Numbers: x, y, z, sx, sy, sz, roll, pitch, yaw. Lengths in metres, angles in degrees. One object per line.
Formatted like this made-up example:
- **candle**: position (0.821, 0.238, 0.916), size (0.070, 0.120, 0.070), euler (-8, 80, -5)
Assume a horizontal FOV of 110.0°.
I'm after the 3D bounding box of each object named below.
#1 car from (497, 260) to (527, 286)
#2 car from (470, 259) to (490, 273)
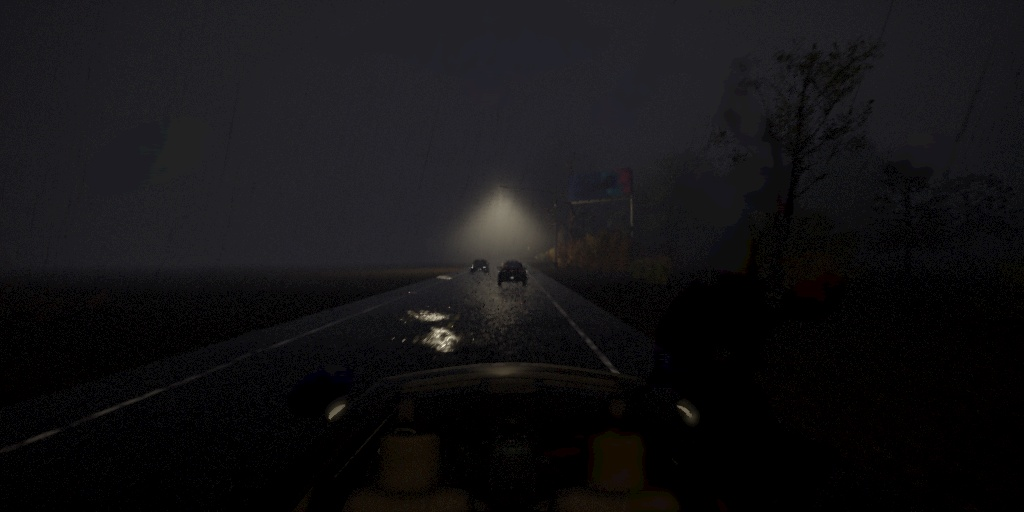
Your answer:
- **car**: position (0.020, 1.131, 24.402), size (2.128, 1.511, 4.902), euler (0, 0, 1)
- **car**: position (-3.511, 1.107, 39.781), size (1.837, 1.490, 4.892), euler (0, 0, 0)
